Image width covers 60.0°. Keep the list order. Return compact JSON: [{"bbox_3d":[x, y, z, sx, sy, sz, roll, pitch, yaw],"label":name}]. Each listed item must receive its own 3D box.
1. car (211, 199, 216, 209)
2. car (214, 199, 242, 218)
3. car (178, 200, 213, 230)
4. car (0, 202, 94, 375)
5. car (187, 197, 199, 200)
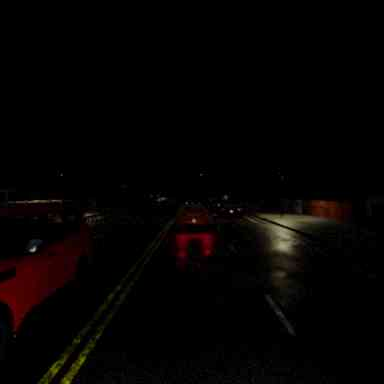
[{"bbox_3d":[3.319,1.646,43.632,2.033,1.411,5.357,0,0,1],"label":"car"},{"bbox_3d":[3.380,1.634,30.535,1.994,1.385,4.181,0,0,0],"label":"car"},{"bbox_3d":[0.119,1.526,21.561,1.882,1.535,5.008,0,-1,0],"label":"car"},{"bbox_3d":[-3.347,1.232,5.559,2.150,2.045,5.566,0,0,0],"label":"car"},{"bbox_3d":[0.140,1.446,43.087,2.097,1.767,4.553,0,0,0],"label":"car"}]
